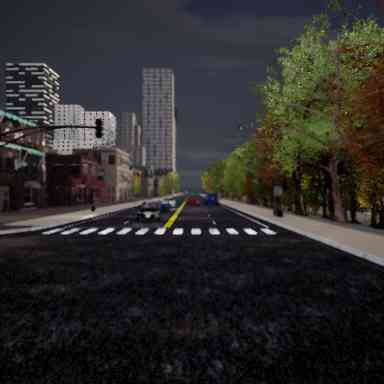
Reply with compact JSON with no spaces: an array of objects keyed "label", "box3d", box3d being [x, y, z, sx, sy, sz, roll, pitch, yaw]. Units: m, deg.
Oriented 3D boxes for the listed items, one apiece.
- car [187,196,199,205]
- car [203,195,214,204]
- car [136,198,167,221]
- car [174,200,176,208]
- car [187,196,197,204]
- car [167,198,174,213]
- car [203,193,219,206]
[{"label":"car","box3d":[0.129,1.587,57.230,1.994,1.385,4.181,0,0,-1]},{"label":"car","box3d":[3.271,1.502,67.416,1.882,1.535,5.008,0,0,0]},{"label":"car","box3d":[-3.393,1.504,27.090,2.128,1.511,4.902,0,0,-3]},{"label":"car","box3d":[-3.322,1.546,47.554,1.812,1.442,4.674,0,0,0]},{"label":"car","box3d":[0.027,1.587,67.182,1.994,1.385,4.181,0,0,0]},{"label":"car","box3d":[-3.336,1.617,36.765,1.895,1.301,4.718,0,0,0]},{"label":"car","box3d":[3.370,1.244,56.841,2.150,2.045,5.566,0,0,0]}]
